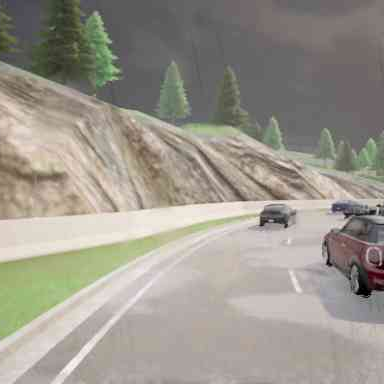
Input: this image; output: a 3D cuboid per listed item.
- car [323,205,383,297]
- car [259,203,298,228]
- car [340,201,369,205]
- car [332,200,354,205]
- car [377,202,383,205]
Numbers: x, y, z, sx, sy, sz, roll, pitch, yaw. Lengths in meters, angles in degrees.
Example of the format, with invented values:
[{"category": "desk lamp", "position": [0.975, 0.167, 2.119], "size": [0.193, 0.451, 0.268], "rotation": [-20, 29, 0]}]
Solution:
[{"category": "car", "position": [4.882, 1.392, 8.680], "size": [2.097, 1.767, 4.553], "rotation": [1, 0, 11]}, {"category": "car", "position": [6.003, 1.555, 22.850], "size": [1.837, 1.490, 4.892], "rotation": [0, 0, 27]}, {"category": "car", "position": [15.354, 1.728, 30.167], "size": [1.895, 1.301, 4.718], "rotation": [0, 0, 40]}, {"category": "car", "position": [17.583, 1.623, 37.477], "size": [5.008, 1.535, 1.882], "rotation": [0, 0, -41]}, {"category": "car", "position": [12.662, 1.326, 20.214], "size": [2.150, 2.045, 5.566], "rotation": [0, 0, 28]}]
